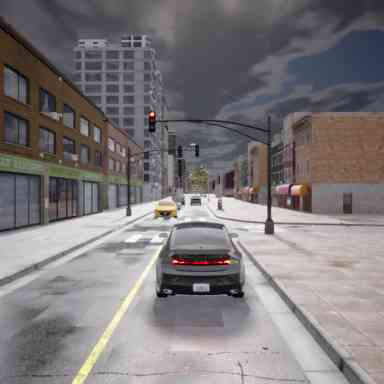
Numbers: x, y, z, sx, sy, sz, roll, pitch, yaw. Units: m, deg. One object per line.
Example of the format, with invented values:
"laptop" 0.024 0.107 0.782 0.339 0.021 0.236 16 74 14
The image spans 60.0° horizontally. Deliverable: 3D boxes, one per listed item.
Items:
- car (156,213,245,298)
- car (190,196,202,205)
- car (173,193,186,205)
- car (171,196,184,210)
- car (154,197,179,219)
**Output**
"car" 0.176 1.505 8.526 1.837 1.490 4.892 0 0 0
"car" 0.678 1.490 59.692 1.837 1.490 4.892 0 0 1
"car" -2.290 1.212 56.539 2.150 2.045 5.566 0 0 0
"car" -2.437 1.599 42.676 1.895 1.301 4.718 0 0 1
"car" -2.283 1.479 29.312 1.882 1.535 5.008 0 0 -3
